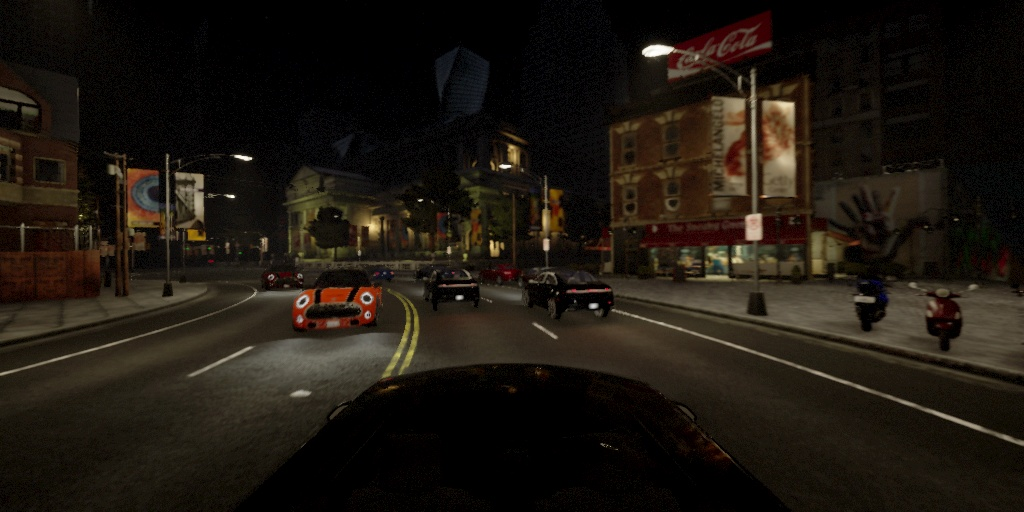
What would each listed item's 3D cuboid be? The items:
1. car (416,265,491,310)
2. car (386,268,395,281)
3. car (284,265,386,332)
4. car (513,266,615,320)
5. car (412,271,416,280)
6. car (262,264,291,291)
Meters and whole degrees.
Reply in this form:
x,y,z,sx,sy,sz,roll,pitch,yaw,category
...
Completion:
x,y,z,sx,sy,sz,roll,pitch,yaw,category
-2.674,1.299,15.246,2.128,1.511,4.902,-1,0,-19,car
-12.290,1.507,31.832,2.033,1.411,5.357,-1,0,-42,car
-5.314,1.187,11.459,2.097,1.767,4.553,-1,0,-17,car
1.763,1.237,12.670,2.128,1.511,4.902,-1,0,-14,car
-6.641,1.431,30.349,2.033,1.411,5.357,-1,0,-36,car
-15.699,1.343,24.508,2.097,1.767,4.553,-1,0,-39,car
